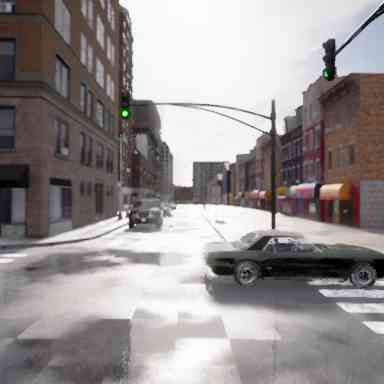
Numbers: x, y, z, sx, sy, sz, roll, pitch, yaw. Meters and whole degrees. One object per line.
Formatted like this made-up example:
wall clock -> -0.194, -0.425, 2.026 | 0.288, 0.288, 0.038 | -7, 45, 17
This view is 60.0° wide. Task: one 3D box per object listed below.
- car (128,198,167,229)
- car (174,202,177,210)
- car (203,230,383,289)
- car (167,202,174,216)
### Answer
car -> -3.254, 1.502, 24.396 | 2.150, 2.045, 5.566 | 0, -1, -2
car -> -3.617, 2.422, 58.248 | 2.033, 1.411, 5.357 | 0, -1, -1
car -> 2.690, 1.730, 9.057 | 4.718, 1.301, 1.895 | 1, -1, -1
car -> -3.429, 1.992, 38.719 | 1.882, 1.535, 5.008 | 0, 0, -1
